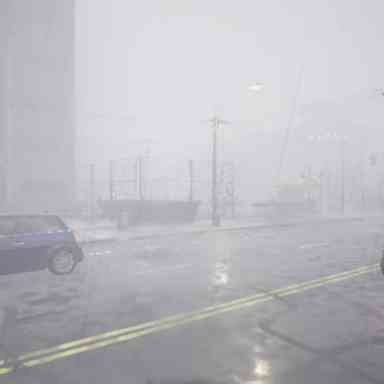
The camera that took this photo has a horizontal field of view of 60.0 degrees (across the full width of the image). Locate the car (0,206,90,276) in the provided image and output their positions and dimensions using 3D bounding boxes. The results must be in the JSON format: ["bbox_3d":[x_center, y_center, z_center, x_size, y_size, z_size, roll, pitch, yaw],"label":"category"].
[{"bbox_3d":[-5.335,1.352,8.785,4.553,1.767,2.097,0,0,-36],"label":"car"}]

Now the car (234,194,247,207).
[{"bbox_3d":[5.532,1.400,48.473,4.193,1.474,1.816,0,0,-36],"label":"car"}]

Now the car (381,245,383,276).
[{"bbox_3d":[6.986,1.350,8.738,4.553,1.767,2.097,0,0,-35],"label":"car"}]

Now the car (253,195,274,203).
[{"bbox_3d":[14.014,1.444,65.394,3.806,1.475,1.970,0,0,-36],"label":"car"}]

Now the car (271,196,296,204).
[{"bbox_3d":[16.920,1.411,61.393,4.674,1.452,2.002,0,0,-36],"label":"car"}]

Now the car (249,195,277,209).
[{"bbox_3d":[10.007,1.249,42.333,4.553,1.767,2.185,0,0,-36],"label":"car"}]

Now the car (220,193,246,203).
[{"bbox_3d":[8.911,1.221,72.261,5.566,2.045,2.435,0,0,-36],"label":"car"}]

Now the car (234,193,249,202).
[{"bbox_3d":[11.109,1.390,69.539,4.786,1.482,2.161,0,0,-36],"label":"car"}]
